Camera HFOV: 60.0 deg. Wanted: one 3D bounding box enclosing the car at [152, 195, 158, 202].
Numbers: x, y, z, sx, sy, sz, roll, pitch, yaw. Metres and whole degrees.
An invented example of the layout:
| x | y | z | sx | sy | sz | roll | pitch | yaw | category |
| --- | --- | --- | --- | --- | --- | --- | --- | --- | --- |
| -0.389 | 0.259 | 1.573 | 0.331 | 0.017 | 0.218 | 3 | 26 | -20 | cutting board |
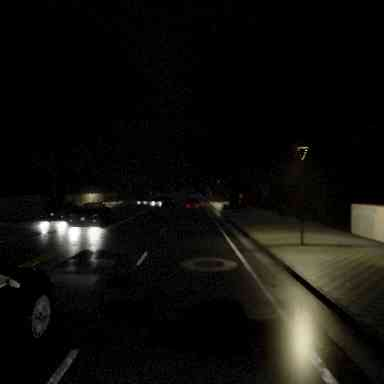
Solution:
| x | y | z | sx | sy | sz | roll | pitch | yaw | category |
| --- | --- | --- | --- | --- | --- | --- | --- | --- | --- |
| -6.480 | 1.170 | 62.851 | 1.895 | 1.301 | 4.718 | 0 | 0 | 0 | car |

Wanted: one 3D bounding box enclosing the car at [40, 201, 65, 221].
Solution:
| x | y | z | sx | sy | sz | roll | pitch | yaw | category |
| --- | --- | --- | --- | --- | --- | --- | --- | --- | --- |
| -9.833 | 1.383 | 25.342 | 1.994 | 1.385 | 4.181 | 0 | 0 | 0 | car |

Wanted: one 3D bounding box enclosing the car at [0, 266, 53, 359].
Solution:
| x | y | z | sx | sy | sz | roll | pitch | yaw | category |
| --- | --- | --- | --- | --- | --- | --- | --- | --- | --- |
| -3.148 | 1.464 | 3.461 | 2.128 | 1.511 | 4.902 | 0 | 0 | 0 | car |

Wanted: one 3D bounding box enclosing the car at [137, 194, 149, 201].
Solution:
| x | y | z | sx | sy | sz | roll | pitch | yaw | category |
| --- | --- | --- | --- | --- | --- | --- | --- | --- | --- |
| -9.721 | 1.135 | 65.927 | 1.994 | 1.385 | 4.181 | 0 | 1 | 0 | car |

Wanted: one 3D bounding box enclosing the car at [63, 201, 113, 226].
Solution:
| x | y | z | sx | sy | sz | roll | pitch | yaw | category |
| --- | --- | --- | --- | --- | --- | --- | --- | --- | --- |
| -6.585 | 1.406 | 22.025 | 1.994 | 1.385 | 4.181 | 0 | 0 | 0 | car |

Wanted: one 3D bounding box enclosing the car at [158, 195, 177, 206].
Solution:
| x | y | z | sx | sy | sz | roll | pitch | yaw | category |
| --- | --- | --- | --- | --- | --- | --- | --- | --- | --- |
| -3.128 | 1.231 | 45.939 | 2.033 | 1.411 | 5.357 | 0 | 0 | 0 | car |

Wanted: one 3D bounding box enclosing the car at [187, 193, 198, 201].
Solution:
| x | y | z | sx | sy | sz | roll | pitch | yaw | category |
| --- | --- | --- | --- | --- | --- | --- | --- | --- | --- |
| 0.032 | 1.048 | 67.559 | 2.128 | 1.511 | 4.902 | 0 | 0 | 0 | car |

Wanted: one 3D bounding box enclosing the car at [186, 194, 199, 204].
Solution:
| x | y | z | sx | sy | sz | roll | pitch | yaw | category |
| --- | --- | --- | --- | --- | --- | --- | --- | --- | --- |
| 0.134 | 1.162 | 53.252 | 1.812 | 1.442 | 4.674 | 0 | 0 | 2 | car |
